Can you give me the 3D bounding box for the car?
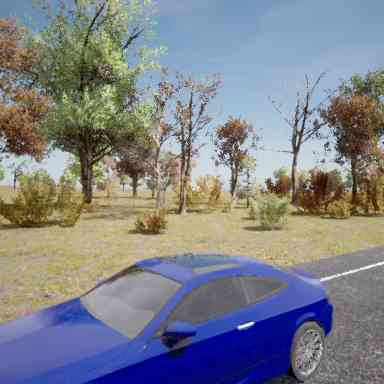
[{"bbox_3d":[-0.178,1.525,3.915,4.674,1.442,1.812,0,0,-36],"label":"car"}]
